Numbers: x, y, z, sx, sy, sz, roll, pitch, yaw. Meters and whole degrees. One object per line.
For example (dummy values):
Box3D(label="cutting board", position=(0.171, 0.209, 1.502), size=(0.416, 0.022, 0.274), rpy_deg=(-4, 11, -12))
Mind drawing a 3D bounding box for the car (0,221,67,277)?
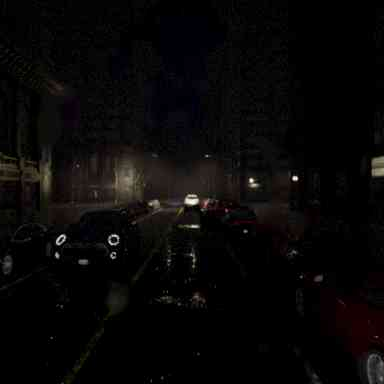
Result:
Box3D(label="car", position=(-5.768, 1.615, 10.270), size=(2.008, 1.369, 4.403), rpy_deg=(0, 0, 0))

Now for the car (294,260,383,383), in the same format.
Box3D(label="car", position=(2.759, 1.611, 4.641), size=(1.802, 1.307, 4.206), rpy_deg=(0, 0, 0))

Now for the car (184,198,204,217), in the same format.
Box3D(label="car", position=(0.030, 1.751, 39.426), size=(2.128, 1.511, 4.902), rpy_deg=(0, 0, 1))

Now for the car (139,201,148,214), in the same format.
Box3D(label="car", position=(-5.773, 1.795, 32.816), size=(1.802, 1.307, 4.206), rpy_deg=(0, 0, 0))

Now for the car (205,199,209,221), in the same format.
Box3D(label="car", position=(2.751, 1.528, 32.822), size=(2.192, 1.841, 5.009), rpy_deg=(0, 0, 0))

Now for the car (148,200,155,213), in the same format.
Box3D(label="car", position=(-5.775, 1.818, 38.452), size=(1.947, 1.339, 4.313), rpy_deg=(0, 0, 0))

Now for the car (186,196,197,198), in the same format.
Box3D(label="car", position=(-0.011, 1.573, 52.385), size=(2.150, 2.045, 5.566), rpy_deg=(0, 0, 0))

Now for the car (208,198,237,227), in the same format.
Box3D(label="car", position=(2.752, 1.490, 27.186), size=(2.192, 1.841, 5.009), rpy_deg=(0, 0, 0))

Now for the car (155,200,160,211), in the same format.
Box3D(label="car", position=(-5.776, 1.858, 44.089), size=(1.947, 1.339, 4.313), rpy_deg=(0, 0, 0))

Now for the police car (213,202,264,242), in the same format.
Box3D(label="police car", position=(2.363, 1.534, 17.277), size=(1.930, 1.638, 5.238), rpy_deg=(0, 0, 0))

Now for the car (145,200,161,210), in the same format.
Box3D(label="car", position=(-5.777, 1.883, 49.725), size=(2.008, 1.369, 4.403), rpy_deg=(0, 0, 0))

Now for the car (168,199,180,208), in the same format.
Box3D(label="car", position=(-3.012, 1.883, 56.153), size=(1.882, 1.535, 5.008), rpy_deg=(0, 0, 0))

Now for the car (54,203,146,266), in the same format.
Box3D(label="car", position=(-3.103, 1.426, 11.744), size=(2.097, 1.767, 4.553), rpy_deg=(0, 0, 0))
